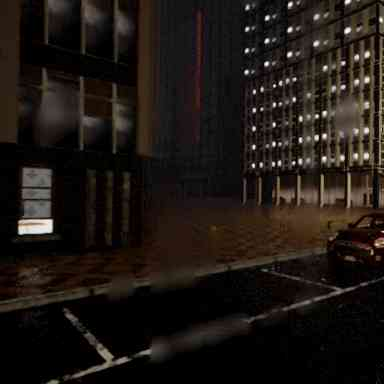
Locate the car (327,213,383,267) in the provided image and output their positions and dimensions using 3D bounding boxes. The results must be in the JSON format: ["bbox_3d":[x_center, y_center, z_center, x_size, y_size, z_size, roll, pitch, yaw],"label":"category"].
[{"bbox_3d":[6.296,1.437,10.991,4.097,1.590,1.967,0,1,-35],"label":"car"}]
